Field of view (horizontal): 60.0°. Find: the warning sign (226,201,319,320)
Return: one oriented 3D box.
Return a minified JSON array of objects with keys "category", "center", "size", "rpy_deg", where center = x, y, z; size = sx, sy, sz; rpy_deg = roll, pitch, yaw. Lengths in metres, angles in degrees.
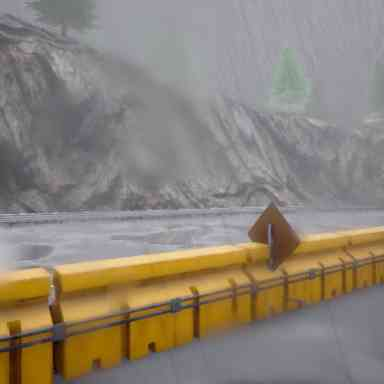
[{"category":"warning sign","center":[1.461,1.115,6.162],"size":[1.060,1.860,1.300],"rpy_deg":[0,0,-34]}]
